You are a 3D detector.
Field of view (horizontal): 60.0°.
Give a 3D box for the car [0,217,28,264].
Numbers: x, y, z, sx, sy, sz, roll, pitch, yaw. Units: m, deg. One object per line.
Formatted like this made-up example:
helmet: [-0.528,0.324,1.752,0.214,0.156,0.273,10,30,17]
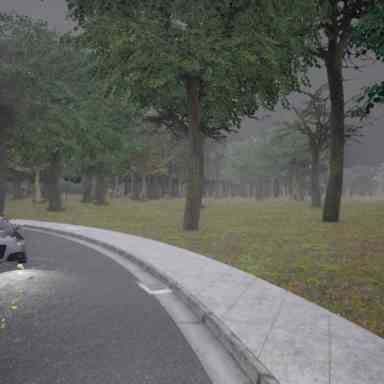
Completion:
car: [-6.703,1.529,10.890,1.994,1.385,4.181,1,0,-35]
